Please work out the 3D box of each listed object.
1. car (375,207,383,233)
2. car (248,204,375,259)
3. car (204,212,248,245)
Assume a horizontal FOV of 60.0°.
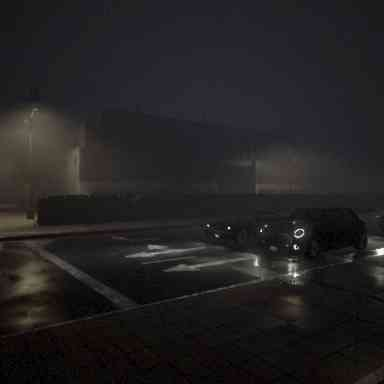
[{"bbox_3d":[12.099,1.478,17.769,5.008,1.535,1.882,0,0,-35],"label":"car"},{"bbox_3d":[4.632,1.352,12.660,4.553,1.767,2.097,0,0,-34],"label":"car"},{"bbox_3d":[2.910,1.601,15.715,4.718,1.301,1.895,0,0,-34],"label":"car"}]
